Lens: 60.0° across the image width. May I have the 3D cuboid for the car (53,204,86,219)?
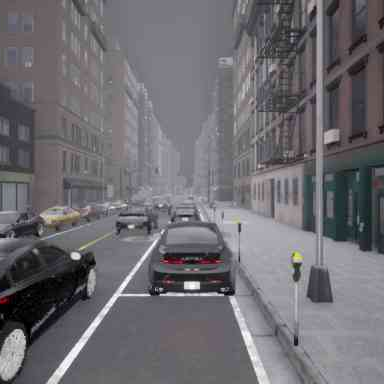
[{"bbox_3d":[-8.408,1.525,20.611,1.752,1.417,4.829,0,0,0],"label":"car"}]

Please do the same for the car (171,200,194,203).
[{"bbox_3d":[-0.383,1.565,26.185,1.947,1.339,4.313,0,0,0],"label":"car"}]

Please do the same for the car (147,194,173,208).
[{"bbox_3d":[-2.975,1.347,33.760,2.097,1.767,4.553,0,0,1],"label":"car"}]

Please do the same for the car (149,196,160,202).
[{"bbox_3d":[-8.408,1.521,74.308,2.008,1.369,4.403,0,0,0],"label":"car"}]

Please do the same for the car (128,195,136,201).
[{"bbox_3d":[-8.408,1.302,47.845,2.192,1.841,5.009,0,0,0],"label":"car"}]

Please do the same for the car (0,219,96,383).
[{"bbox_3d":[-3.020,1.477,5.321,1.882,1.535,5.008,0,0,0],"label":"car"}]

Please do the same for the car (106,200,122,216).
[{"bbox_3d":[-8.408,1.548,31.607,2.008,1.369,4.403,0,0,0],"label":"car"}]

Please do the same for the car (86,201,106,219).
[{"bbox_3d":[-8.408,1.581,26.194,1.802,1.307,4.206,0,0,0],"label":"car"}]

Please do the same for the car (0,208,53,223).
[{"bbox_3d":[-8.408,1.566,15.368,1.947,1.339,4.313,0,0,0],"label":"car"}]

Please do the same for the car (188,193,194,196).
[{"bbox_3d":[-0.382,1.396,90.663,1.967,1.590,4.097,0,0,0],"label":"car"}]

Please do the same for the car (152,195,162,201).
[{"bbox_3d":[-8.408,1.510,79.763,1.887,1.381,4.507,0,0,0],"label":"car"}]

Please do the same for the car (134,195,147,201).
[{"bbox_3d":[-5.813,1.482,43.654,2.128,1.511,4.902,0,0,0],"label":"car"}]

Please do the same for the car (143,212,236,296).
[{"bbox_3d":[0.000,1.504,8.650,1.837,1.490,4.892,0,0,0],"label":"car"}]

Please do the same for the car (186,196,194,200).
[{"bbox_3d":[-0.383,1.519,37.181,1.752,1.417,4.829,0,0,0],"label":"car"}]

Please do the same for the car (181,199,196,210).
[{"bbox_3d":[-0.383,1.573,42.423,1.802,1.307,4.206,0,0,0],"label":"car"}]

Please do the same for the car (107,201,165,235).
[{"bbox_3d":[-2.975,1.492,18.837,2.128,1.511,4.902,0,0,1],"label":"car"}]

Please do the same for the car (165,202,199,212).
[{"bbox_3d":[-0.383,1.566,20.772,1.947,1.339,4.313,0,0,0],"label":"car"}]

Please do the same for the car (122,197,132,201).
[{"bbox_3d":[-8.408,1.545,37.020,2.008,1.369,4.403,0,0,0],"label":"car"}]
